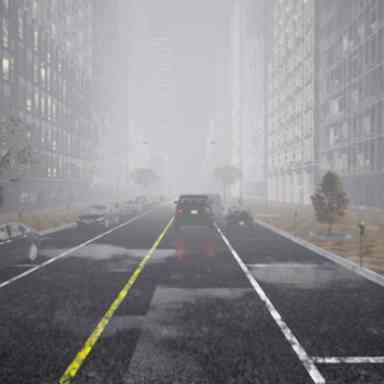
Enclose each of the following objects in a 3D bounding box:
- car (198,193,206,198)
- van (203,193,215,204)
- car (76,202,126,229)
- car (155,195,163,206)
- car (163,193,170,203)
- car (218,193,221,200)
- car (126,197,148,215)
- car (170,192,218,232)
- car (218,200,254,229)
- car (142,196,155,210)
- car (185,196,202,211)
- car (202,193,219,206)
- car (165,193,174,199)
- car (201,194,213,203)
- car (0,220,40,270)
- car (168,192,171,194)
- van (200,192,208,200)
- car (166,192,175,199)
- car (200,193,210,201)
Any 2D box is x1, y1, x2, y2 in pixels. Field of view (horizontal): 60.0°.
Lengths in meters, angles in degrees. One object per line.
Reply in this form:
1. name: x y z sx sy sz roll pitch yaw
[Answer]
1. car: 2.748 1.011 94.232 2.008 1.369 4.403 -1 0 0
2. van: 2.719 1.033 54.446 1.690 1.788 3.998 -1 0 0
3. car: -5.683 1.436 20.351 2.008 1.369 4.403 -1 0 0
4. car: -5.664 1.251 48.599 1.752 1.417 4.829 -1 0 0
5. car: -5.656 1.225 60.136 1.947 1.339 4.313 -1 0 0
6. car: 2.710 1.072 43.079 2.192 1.841 5.009 -1 0 0
7. car: -5.675 1.403 31.718 1.802 1.307 4.206 -1 0 0
8. car: 0.116 1.111 19.561 2.150 2.045 5.566 0 0 0
9. car: 2.697 1.436 20.345 2.008 1.369 4.403 -1 0 0
10. car: -5.673 1.229 37.401 1.967 1.590 4.097 -1 0 0
11. car: 0.129 1.291 37.881 1.837 1.490 4.892 0 0 0
12. car: 2.714 1.039 48.763 2.192 1.841 5.009 -1 0 0
13. car: -5.641 0.967 82.870 1.967 1.590 4.097 -1 0 0
14. car: 2.724 1.099 60.130 1.967 1.590 4.097 -1 0 0
15. car: -5.691 1.500 8.984 2.008 1.369 4.403 -1 0 0
16. car: -5.648 1.144 71.503 2.008 1.369 4.403 -1 0 0
17. van: 2.734 0.901 77.179 1.690 1.788 3.998 -1 0 0
18. car: -5.639 0.809 88.553 2.192 1.841 5.009 -1 0 0
19. car: 2.731 1.033 71.497 1.967 1.590 4.097 -1 0 0
